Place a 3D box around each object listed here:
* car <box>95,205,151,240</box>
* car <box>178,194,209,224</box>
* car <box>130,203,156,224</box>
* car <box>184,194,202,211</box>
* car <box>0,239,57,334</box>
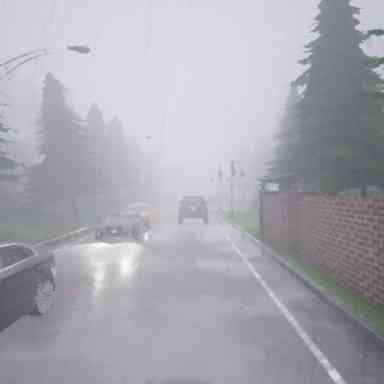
[{"bbox_3d":[-3.472,1.579,16.871,1.994,1.385,4.181,0,0,1],"label":"car"},{"bbox_3d":[0.100,1.249,25.385,2.150,2.045,5.566,0,0,1],"label":"car"},{"bbox_3d":[-3.521,1.498,22.188,1.882,1.535,5.008,0,0,0],"label":"car"},{"bbox_3d":[0.151,1.267,43.248,2.150,2.045,5.566,0,0,0],"label":"car"},{"bbox_3d":[-3.591,1.495,4.694,2.128,1.511,4.902,0,0,0],"label":"car"}]
